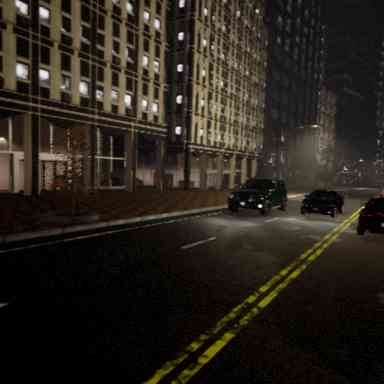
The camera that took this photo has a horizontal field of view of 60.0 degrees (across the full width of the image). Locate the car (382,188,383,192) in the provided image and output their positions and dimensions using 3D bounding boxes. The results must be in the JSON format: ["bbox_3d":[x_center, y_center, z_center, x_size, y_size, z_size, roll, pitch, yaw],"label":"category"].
[{"bbox_3d":[24.423,0.002,40.573,2.097,1.767,4.553,4,4,31],"label":"car"}]

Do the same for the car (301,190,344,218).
[{"bbox_3d":[8.158,0.604,20.538,1.882,1.535,5.008,4,4,31],"label":"car"}]

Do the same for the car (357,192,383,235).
[{"bbox_3d":[8.271,0.980,14.125,1.882,1.535,5.008,4,4,31],"label":"car"}]

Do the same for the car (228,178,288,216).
[{"bbox_3d":[4.185,0.200,20.229,2.150,2.045,5.566,4,4,31],"label":"car"}]
